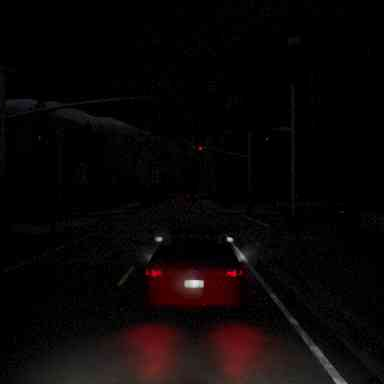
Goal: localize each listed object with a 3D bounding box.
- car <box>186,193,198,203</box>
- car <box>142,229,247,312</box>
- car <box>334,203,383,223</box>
[{"bbox_3d":[-0.009,1.132,67.379,2.150,2.045,5.566,0,0,0],"label":"car"},{"bbox_3d":[0.060,1.553,7.761,1.994,1.385,4.181,0,0,1],"label":"car"},{"bbox_3d":[13.597,1.529,24.884,5.357,1.411,2.033,0,0,3],"label":"car"}]
